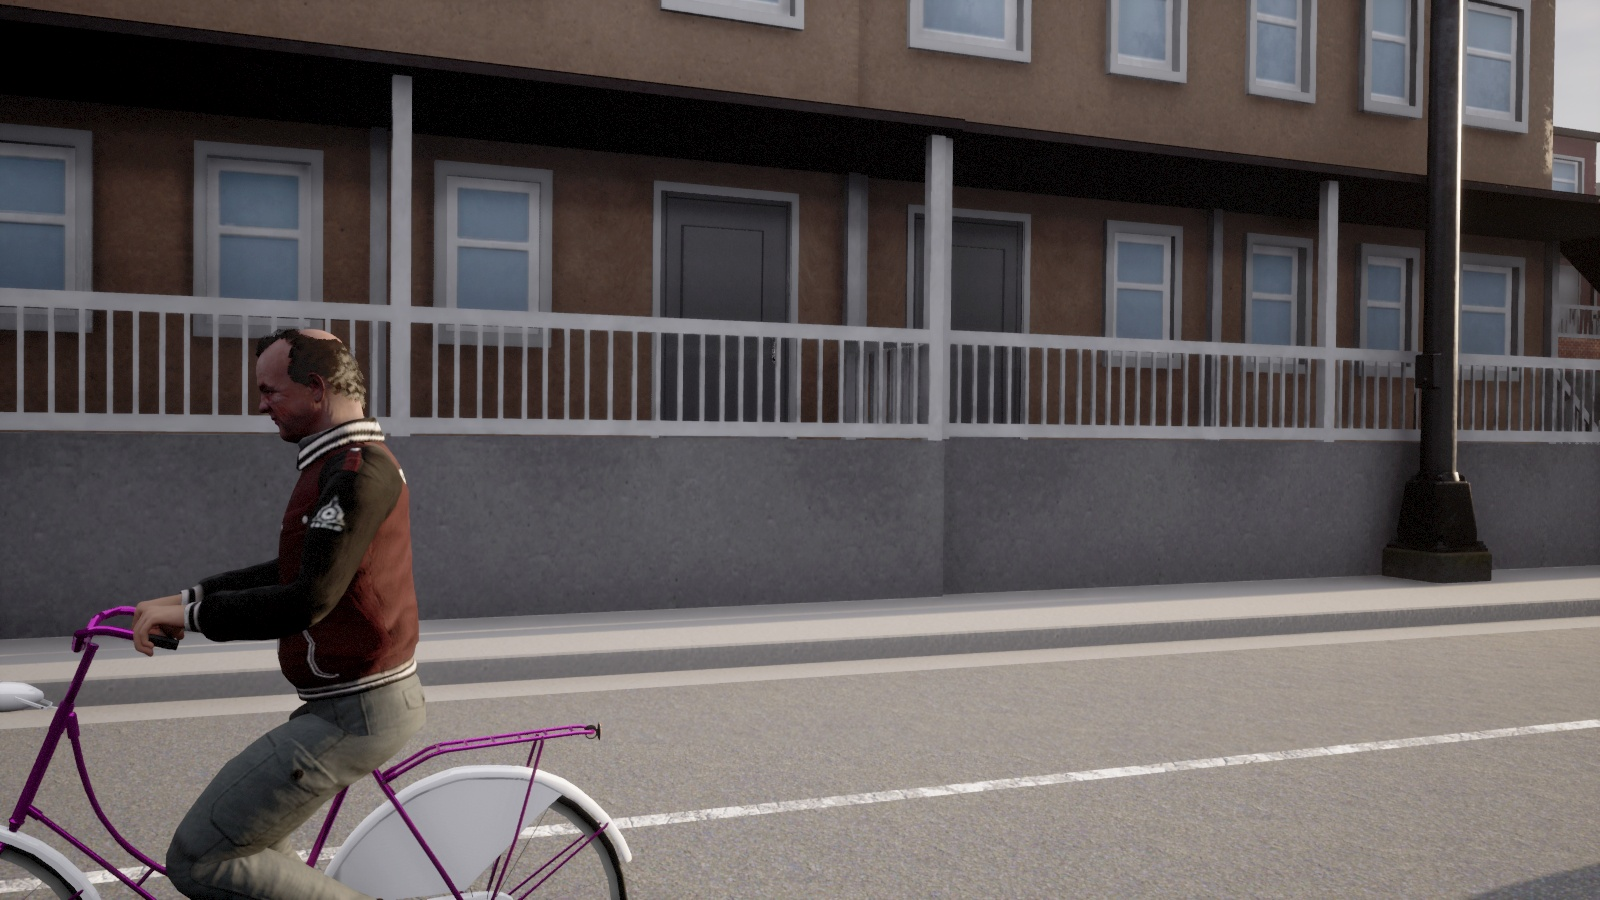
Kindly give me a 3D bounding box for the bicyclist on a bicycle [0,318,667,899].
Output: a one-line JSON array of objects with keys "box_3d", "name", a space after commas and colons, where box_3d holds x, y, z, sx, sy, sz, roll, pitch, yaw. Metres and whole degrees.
[{"box_3d": [-1.275, 0.638, 2.753, 1.843, 1.776, 0.659, -1, 1, -21], "name": "bicyclist on a bicycle"}]
